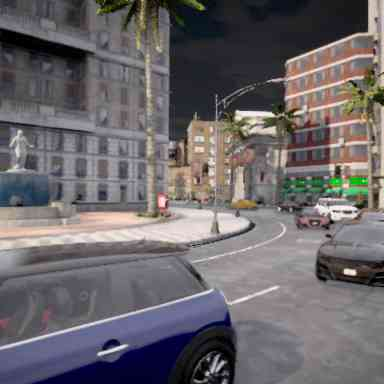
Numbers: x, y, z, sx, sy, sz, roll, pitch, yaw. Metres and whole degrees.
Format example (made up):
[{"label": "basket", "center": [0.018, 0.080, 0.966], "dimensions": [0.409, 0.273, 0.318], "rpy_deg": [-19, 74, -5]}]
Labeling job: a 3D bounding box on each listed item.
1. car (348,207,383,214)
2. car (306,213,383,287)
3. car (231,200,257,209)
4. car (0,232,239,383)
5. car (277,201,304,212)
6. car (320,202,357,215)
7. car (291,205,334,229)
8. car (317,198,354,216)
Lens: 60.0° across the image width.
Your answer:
[{"label": "car", "center": [10.069, 1.773, 18.447], "dimensions": [1.812, 1.442, 4.674], "rpy_deg": [0, 0, 20]}, {"label": "car", "center": [5.137, 1.605, 9.668], "dimensions": [1.882, 1.535, 5.008], "rpy_deg": [0, -1, 37]}, {"label": "car", "center": [8.665, 2.015, 55.955], "dimensions": [1.882, 1.535, 5.008], "rpy_deg": [1, -1, -35]}, {"label": "car", "center": [-1.694, 1.359, 3.171], "dimensions": [4.553, 1.767, 2.097], "rpy_deg": [1, -1, -39]}, {"label": "car", "center": [13.527, 2.005, 45.498], "dimensions": [1.837, 1.490, 4.892], "rpy_deg": [1, 0, -17]}, {"label": "car", "center": [18.207, 2.040, 41.626], "dimensions": [1.812, 1.442, 4.674], "rpy_deg": [1, 0, -11]}, {"label": "car", "center": [8.347, 1.856, 23.368], "dimensions": [1.994, 1.385, 4.181], "rpy_deg": [0, 0, 13]}, {"label": "car", "center": [12.356, 1.574, 28.683], "dimensions": [2.150, 2.045, 5.566], "rpy_deg": [1, 0, 4]}]
